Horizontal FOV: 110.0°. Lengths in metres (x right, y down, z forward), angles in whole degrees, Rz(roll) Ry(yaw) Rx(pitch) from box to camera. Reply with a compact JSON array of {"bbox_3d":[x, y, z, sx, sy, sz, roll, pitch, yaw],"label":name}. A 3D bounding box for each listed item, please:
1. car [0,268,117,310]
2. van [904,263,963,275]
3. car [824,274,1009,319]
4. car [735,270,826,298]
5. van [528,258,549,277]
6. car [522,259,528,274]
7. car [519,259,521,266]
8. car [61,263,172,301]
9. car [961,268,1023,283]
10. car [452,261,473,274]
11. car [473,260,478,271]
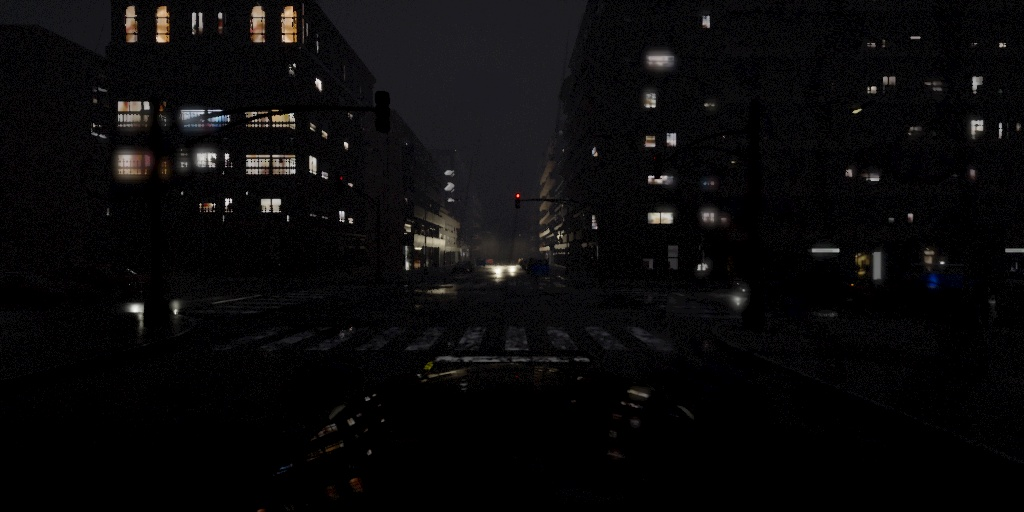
[{"bbox_3d":[-17.761,1.218,13.226,4.207,1.307,1.802,0,0,0],"label":"car"},{"bbox_3d":[26.063,1.349,21.589,3.998,1.789,1.690,0,0,0],"label":"van"},{"bbox_3d":[14.692,1.502,13.221,4.507,1.381,1.888,0,0,0],"label":"car"},{"bbox_3d":[14.949,1.459,19.014,5.357,1.411,2.033,1,0,0],"label":"car"},{"bbox_3d":[2.761,1.120,35.976,1.690,1.789,3.998,0,0,0],"label":"van"},{"bbox_3d":[2.663,1.104,41.472,2.192,1.841,5.009,0,0,0],"label":"car"},{"bbox_3d":[2.593,1.270,58.034,1.967,1.591,4.097,0,0,0],"label":"car"},{"bbox_3d":[-18.013,1.090,15.807,5.008,1.535,1.882,1,0,0],"label":"car"},{"bbox_3d":[27.559,1.550,19.012,4.892,1.490,1.837,1,0,0],"label":"car"},{"bbox_3d":[-5.904,1.371,41.508,1.802,1.307,4.207,0,0,0],"label":"car"},{"bbox_3d":[-5.914,1.367,47.030,1.948,1.339,4.313,0,0,0],"label":"car"}]
